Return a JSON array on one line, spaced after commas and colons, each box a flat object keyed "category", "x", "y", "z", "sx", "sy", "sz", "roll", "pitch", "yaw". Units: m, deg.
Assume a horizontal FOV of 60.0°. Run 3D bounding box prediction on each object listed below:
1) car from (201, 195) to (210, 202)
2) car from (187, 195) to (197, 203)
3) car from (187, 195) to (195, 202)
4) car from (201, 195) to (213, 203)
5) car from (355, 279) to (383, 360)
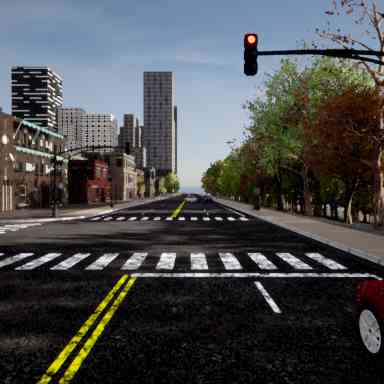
[{"category": "car", "x": 3.088, "y": 1.469, "z": 76.289, "sx": 1.837, "sy": 1.490, "sz": 4.892, "roll": 0, "pitch": 0, "yaw": 0}, {"category": "car", "x": -0.045, "y": 1.575, "z": 67.309, "sx": 1.895, "sy": 1.301, "sz": 4.718, "roll": 0, "pitch": 0, "yaw": 0}, {"category": "car", "x": -0.167, "y": 1.469, "z": 77.348, "sx": 1.837, "sy": 1.490, "sz": 4.892, "roll": 0, "pitch": 0, "yaw": 0}, {"category": "car", "x": 3.206, "y": 1.523, "z": 65.794, "sx": 2.033, "sy": 1.411, "sz": 5.357, "roll": 0, "pitch": 0, "yaw": 0}, {"category": "car", "x": 3.344, "y": 1.477, "z": 2.928, "sx": 1.882, "sy": 1.535, "sz": 5.008, "roll": 0, "pitch": 0, "yaw": 0}]
